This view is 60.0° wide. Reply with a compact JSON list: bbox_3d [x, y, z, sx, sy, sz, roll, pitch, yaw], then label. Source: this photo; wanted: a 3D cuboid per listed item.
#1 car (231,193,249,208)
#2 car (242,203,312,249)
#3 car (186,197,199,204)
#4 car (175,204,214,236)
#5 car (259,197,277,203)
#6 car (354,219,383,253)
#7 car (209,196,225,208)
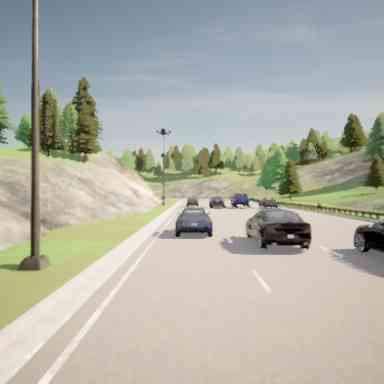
[{"bbox_3d":[7.101,1.216,49.399,2.150,2.045,5.566,0,0,0],"label":"car"},{"bbox_3d":[3.598,1.476,14.561,1.882,1.535,5.008,0,0,0],"label":"car"},{"bbox_3d":[0.099,1.488,53.008,2.128,1.511,4.902,0,0,0],"label":"car"},{"bbox_3d":[0.100,1.563,18.388,1.994,1.385,4.181,0,0,0],"label":"car"},{"bbox_3d":[10.601,1.486,46.546,2.128,1.511,4.902,0,0,0],"label":"car"},{"bbox_3d":[7.098,1.489,10.798,2.128,1.511,4.902,0,0,0],"label":"car"},{"bbox_3d":[3.599,1.348,48.928,2.097,1.767,4.553,0,0,0],"label":"car"}]
